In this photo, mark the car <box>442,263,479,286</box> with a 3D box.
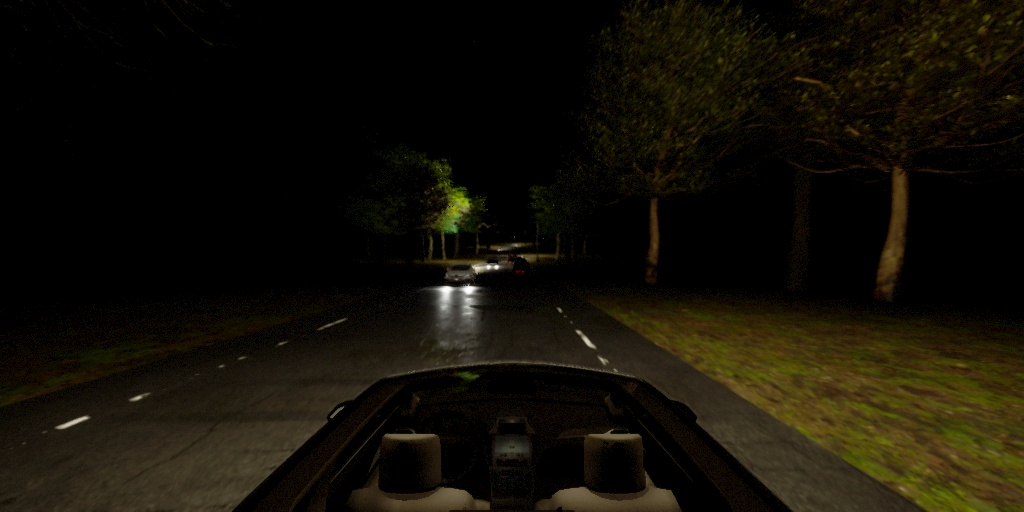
[{"bbox_3d":[-3.575,1.245,25.486,1.812,1.442,4.674,0,0,0],"label":"car"}]

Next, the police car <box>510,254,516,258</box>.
[{"bbox_3d":[1.072,0.879,57.820,1.930,1.638,5.238,0,1,0],"label":"police car"}]

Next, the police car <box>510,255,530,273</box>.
[{"bbox_3d":[1.066,1.065,41.820,1.930,1.638,5.238,0,0,0],"label":"police car"}]
